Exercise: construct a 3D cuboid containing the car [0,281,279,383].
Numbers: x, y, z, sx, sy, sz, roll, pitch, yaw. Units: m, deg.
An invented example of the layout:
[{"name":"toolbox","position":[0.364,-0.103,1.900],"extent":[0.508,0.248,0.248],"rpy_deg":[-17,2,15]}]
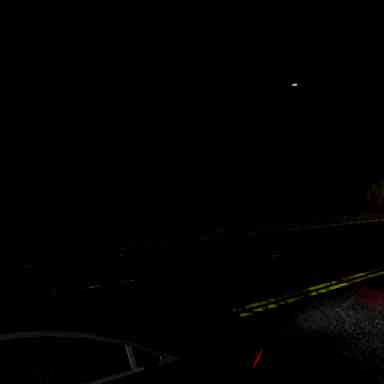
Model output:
[{"name":"car","position":[-1.397,1.492,2.466],"extent":[4.902,1.511,2.128],"rpy_deg":[0,0,-36]}]
